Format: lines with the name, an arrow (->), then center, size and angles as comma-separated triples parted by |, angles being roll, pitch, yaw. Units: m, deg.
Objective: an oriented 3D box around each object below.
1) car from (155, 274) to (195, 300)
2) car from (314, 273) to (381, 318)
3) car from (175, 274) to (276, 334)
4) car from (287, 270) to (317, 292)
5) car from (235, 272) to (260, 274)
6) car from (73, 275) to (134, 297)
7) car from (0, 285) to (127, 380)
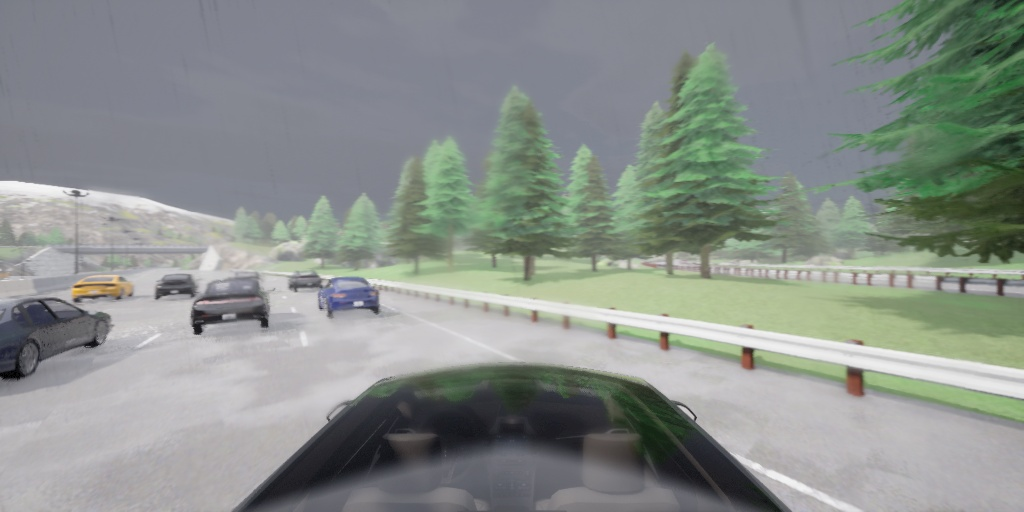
car -> -21.416, 1.896, 23.101 | 1.837, 1.490, 4.892 | 0, 0, -38
car -> -6.652, 1.549, 14.509 | 1.812, 1.442, 4.674 | -1, -1, -34
car -> -9.228, 1.531, 12.057 | 2.128, 1.511, 4.902 | -1, -1, -33
car -> -15.664, 1.828, 27.098 | 2.128, 1.511, 4.902 | 0, -1, -38
car -> -18.513, 1.854, 25.066 | 2.128, 1.511, 4.902 | 0, -1, -38
car -> -25.151, 1.923, 22.217 | 1.882, 1.535, 5.008 | 0, -1, -38
car -> -10.245, 1.546, 7.179 | 2.033, 1.411, 5.357 | -1, -1, -32
